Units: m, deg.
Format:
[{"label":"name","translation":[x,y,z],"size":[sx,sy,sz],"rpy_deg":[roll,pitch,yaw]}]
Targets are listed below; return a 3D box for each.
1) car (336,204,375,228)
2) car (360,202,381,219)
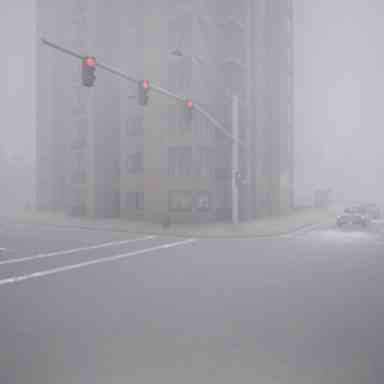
[{"label":"car","translation":[11.713,1.768,23.915],"size":[1.895,1.301,4.718],"rpy_deg":[0,-1,33]},{"label":"car","translation":[16.770,1.722,31.739],"size":[1.837,1.490,4.892],"rpy_deg":[0,-1,33]}]
